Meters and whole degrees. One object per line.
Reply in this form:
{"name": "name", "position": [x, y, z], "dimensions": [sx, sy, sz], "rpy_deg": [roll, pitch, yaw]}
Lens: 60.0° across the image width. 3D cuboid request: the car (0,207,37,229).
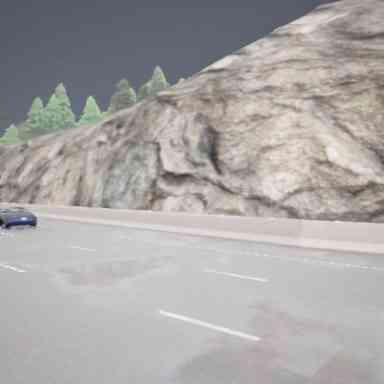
{"name": "car", "position": [-12.507, 1.727, 23.162], "dimensions": [4.181, 1.385, 1.994], "rpy_deg": [0, -1, 42]}
